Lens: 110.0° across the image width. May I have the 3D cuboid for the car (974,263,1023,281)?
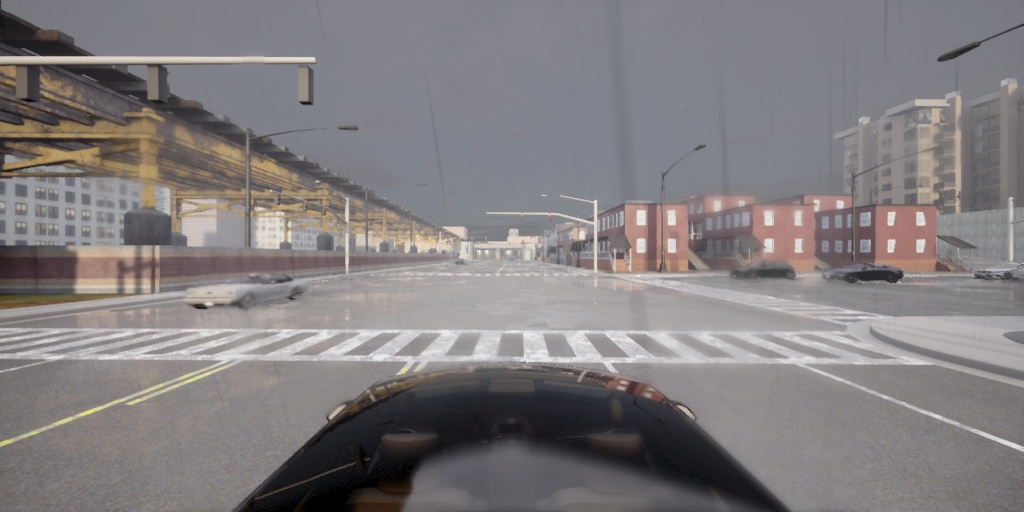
[{"bbox_3d":[41.506,1.272,29.772,4.674,1.442,1.812,0,0,0],"label":"car"}]

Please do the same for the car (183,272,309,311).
[{"bbox_3d":[-10.501,1.354,14.638,1.895,1.301,4.718,0,0,0],"label":"car"}]

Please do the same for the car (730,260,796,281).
[{"bbox_3d":[20.753,1.098,29.797,4.553,1.767,2.097,0,0,0],"label":"car"}]

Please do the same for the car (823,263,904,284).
[{"bbox_3d":[25.655,1.238,26.301,4.902,1.511,2.128,0,0,0],"label":"car"}]
